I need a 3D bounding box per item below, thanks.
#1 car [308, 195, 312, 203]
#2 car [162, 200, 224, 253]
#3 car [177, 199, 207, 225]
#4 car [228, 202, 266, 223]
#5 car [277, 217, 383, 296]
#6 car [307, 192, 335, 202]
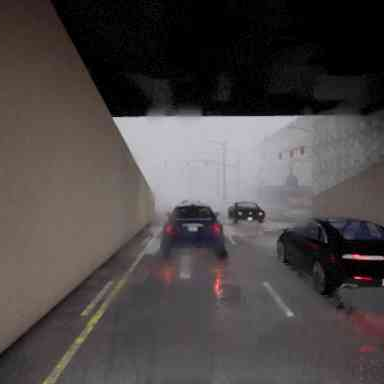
[{"bbox_3d":[17.324,0.850,44.699,2.038,1.542,4.974,1,1,45],"label":"car"},{"bbox_3d":[0.027,1.182,12.924,2.097,1.767,4.553,0,1,0],"label":"car"},{"bbox_3d":[-0.027,1.233,22.233,1.812,1.442,4.674,0,1,-1],"label":"car"},{"bbox_3d":[3.496,1.305,22.257,1.895,1.301,4.718,0,1,0],"label":"car"},{"bbox_3d":[3.541,1.376,8.347,2.128,1.511,4.902,0,1,0],"label":"car"},{"bbox_3d":[17.360,0.692,44.734,1.853,1.218,4.536,1,1,45],"label":"car"}]
